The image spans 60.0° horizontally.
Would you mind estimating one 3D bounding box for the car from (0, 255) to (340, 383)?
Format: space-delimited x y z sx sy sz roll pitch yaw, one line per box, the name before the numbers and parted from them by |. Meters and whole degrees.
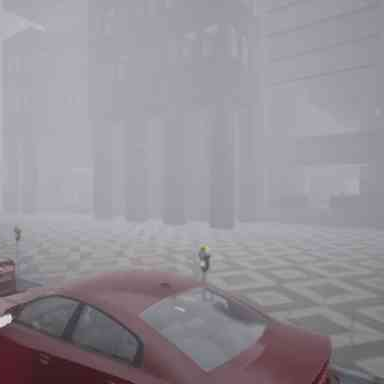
car | -0.861 1.545 3.593 4.507 1.381 1.887 0 0 35
